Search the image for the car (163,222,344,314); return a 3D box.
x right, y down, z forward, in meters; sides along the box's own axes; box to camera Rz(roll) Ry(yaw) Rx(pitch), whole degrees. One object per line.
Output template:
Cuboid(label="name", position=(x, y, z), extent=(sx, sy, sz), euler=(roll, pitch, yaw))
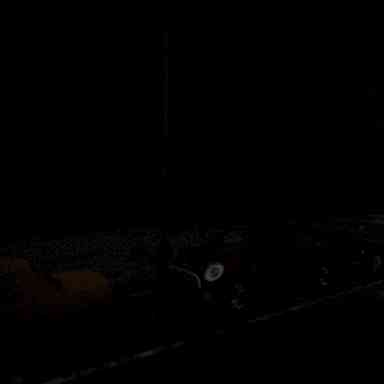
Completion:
Cuboid(label="car", position=(1.346, 1.478, 7.605), extent=(4.097, 1.590, 1.967), euler=(0, 0, -36))

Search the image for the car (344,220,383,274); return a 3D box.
Cuboid(label="car", position=(5.905, 1.622, 10.858), extent=(4.507, 1.381, 1.887), euler=(0, 0, -35))

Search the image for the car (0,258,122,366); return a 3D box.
Cuboid(label="car", position=(-3.353, 1.523, 4.253), extent=(4.829, 1.417, 1.752), euler=(0, 0, -36))
